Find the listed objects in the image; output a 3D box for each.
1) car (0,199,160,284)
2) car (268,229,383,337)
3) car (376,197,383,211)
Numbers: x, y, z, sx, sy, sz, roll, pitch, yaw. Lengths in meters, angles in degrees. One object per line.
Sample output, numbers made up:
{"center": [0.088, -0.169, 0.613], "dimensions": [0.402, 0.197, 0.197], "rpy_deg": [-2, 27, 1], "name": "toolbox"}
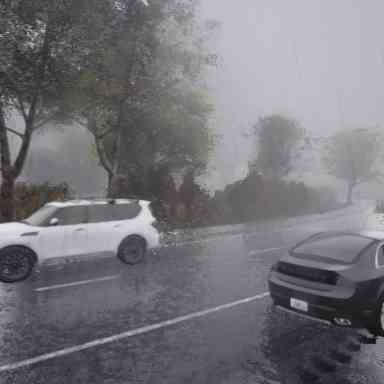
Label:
{"center": [-3.647, 1.257, 10.148], "dimensions": [5.566, 2.045, 2.150], "rpy_deg": [0, 0, -38], "name": "car"}
{"center": [3.572, 1.518, 6.743], "dimensions": [4.892, 1.490, 1.837], "rpy_deg": [0, 0, -39], "name": "car"}
{"center": [24.192, 1.392, 41.367], "dimensions": [2.097, 1.767, 4.553], "rpy_deg": [0, 0, 31], "name": "car"}
